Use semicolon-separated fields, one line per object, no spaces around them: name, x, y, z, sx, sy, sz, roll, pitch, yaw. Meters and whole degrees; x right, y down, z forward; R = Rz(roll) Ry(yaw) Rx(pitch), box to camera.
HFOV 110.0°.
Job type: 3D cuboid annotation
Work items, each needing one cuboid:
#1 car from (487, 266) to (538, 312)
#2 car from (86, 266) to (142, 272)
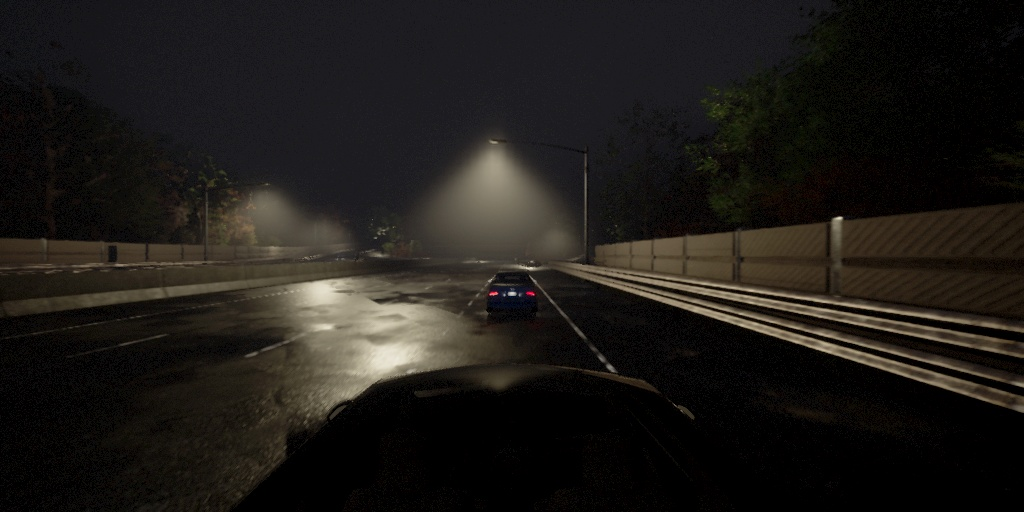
car;0.005;1.289;14.247;2.033;1.411;5.357;0;0;0
car;-24.582;1.306;22.001;1.994;1.385;4.181;0;0;0
